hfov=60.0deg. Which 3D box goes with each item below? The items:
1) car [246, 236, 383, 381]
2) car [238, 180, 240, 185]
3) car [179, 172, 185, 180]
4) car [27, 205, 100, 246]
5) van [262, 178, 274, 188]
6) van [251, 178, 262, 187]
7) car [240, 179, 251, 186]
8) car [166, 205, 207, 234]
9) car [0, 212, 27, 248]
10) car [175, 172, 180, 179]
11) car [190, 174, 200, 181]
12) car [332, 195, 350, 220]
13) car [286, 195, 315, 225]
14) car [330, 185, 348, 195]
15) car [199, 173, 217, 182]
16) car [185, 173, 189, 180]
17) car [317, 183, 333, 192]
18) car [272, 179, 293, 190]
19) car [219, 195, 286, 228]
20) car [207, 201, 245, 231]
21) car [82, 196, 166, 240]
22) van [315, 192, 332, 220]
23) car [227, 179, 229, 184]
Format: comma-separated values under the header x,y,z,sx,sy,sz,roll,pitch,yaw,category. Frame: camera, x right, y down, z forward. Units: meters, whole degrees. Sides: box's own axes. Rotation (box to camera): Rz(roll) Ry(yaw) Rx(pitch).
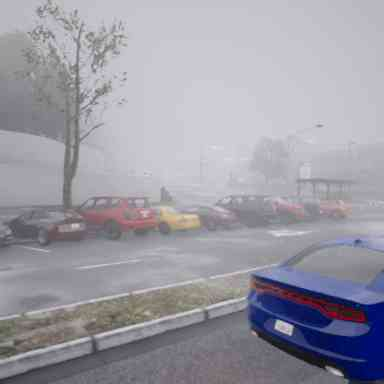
x,y,z,sx,sy,sz,roll,pitch,yaw,category
3.093,1.467,5.333,5.008,1.535,1.882,1,-1,-35,car
11.522,-2.210,75.660,2.002,1.452,4.674,7,4,35,car
-0.700,-4.251,92.828,2.185,1.767,4.553,4,1,33,car
-6.842,1.514,15.353,4.792,1.488,2.163,-1,0,35,car
16.656,-1.658,68.136,1.878,1.987,4.442,7,4,35,van
14.927,-1.931,70.608,1.878,1.987,4.442,7,4,35,van
13.353,-1.980,73.339,1.946,1.575,5.366,7,3,35,car
-2.076,1.474,18.924,5.366,1.575,1.946,-1,0,35,car
-9.262,1.493,13.607,4.892,1.521,2.231,-1,-1,35,car
-2.472,-4.528,95.175,2.435,2.045,5.566,1,-1,34,car
2.823,-3.865,87.891,2.435,2.045,5.566,7,4,34,car
10.421,1.326,27.430,4.553,1.767,2.185,-1,0,35,car
5.472,1.209,24.011,5.566,2.045,2.435,-1,-1,35,car
25.317,-0.031,55.916,2.002,1.452,4.674,7,3,35,car
4.675,-3.343,85.632,1.946,1.575,5.366,7,3,34,car
1.029,-4.017,90.358,2.185,1.767,4.553,6,3,34,car
23.626,-0.593,58.388,2.435,2.045,5.566,7,3,35,car
18.416,-1.159,65.774,2.231,1.521,4.892,7,3,35,car
2.958,1.214,22.307,5.566,2.045,2.435,-1,0,35,car
0.531,1.510,20.551,4.674,1.452,2.002,-1,0,35,car
-4.397,1.228,17.097,5.566,2.045,2.435,-1,0,35,car
8.011,1.229,25.681,4.442,1.987,1.878,-1,-1,35,van
9.780,-2.484,78.122,2.002,1.452,4.674,7,3,35,car
